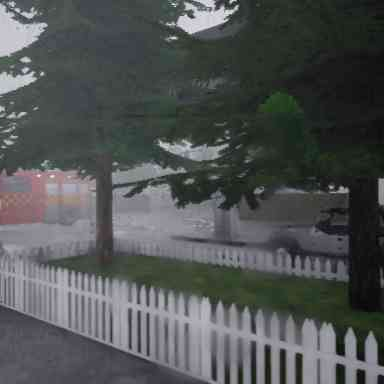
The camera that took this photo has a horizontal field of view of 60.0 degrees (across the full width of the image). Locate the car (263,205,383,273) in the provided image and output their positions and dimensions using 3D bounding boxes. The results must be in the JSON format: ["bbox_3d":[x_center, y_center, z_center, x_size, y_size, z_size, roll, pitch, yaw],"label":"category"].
[{"bbox_3d":[4.285,1.330,10.061,3.866,1.878,1.905,-1,0,35],"label":"car"}]

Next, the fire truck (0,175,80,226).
[{"bbox_3d":[-10.419,0.289,20.212,2.891,3.827,8.468,-1,0,35],"label":"fire truck"}]
